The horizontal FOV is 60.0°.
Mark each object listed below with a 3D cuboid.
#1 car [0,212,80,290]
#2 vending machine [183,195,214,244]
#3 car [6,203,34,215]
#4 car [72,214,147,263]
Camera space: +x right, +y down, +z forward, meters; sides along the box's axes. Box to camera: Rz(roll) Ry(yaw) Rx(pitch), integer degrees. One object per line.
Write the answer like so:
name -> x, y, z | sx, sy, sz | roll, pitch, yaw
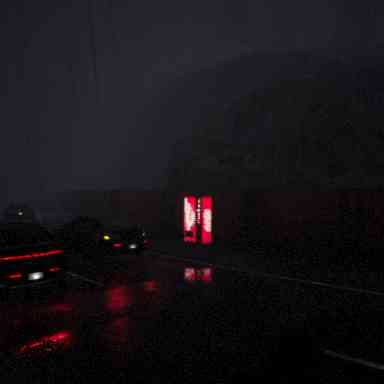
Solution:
car -> -5.033, 1.506, 8.718 | 4.892, 1.490, 1.837 | 1, 1, 44
vending machine -> 0.299, 1.195, 15.025 | 1.100, 2.100, 0.880 | 0, 0, -45
car -> -13.707, 1.564, 26.500 | 1.994, 1.385, 4.181 | 0, 0, -28
car -> -3.481, 1.526, 12.082 | 1.812, 1.442, 4.674 | 0, 0, -45
